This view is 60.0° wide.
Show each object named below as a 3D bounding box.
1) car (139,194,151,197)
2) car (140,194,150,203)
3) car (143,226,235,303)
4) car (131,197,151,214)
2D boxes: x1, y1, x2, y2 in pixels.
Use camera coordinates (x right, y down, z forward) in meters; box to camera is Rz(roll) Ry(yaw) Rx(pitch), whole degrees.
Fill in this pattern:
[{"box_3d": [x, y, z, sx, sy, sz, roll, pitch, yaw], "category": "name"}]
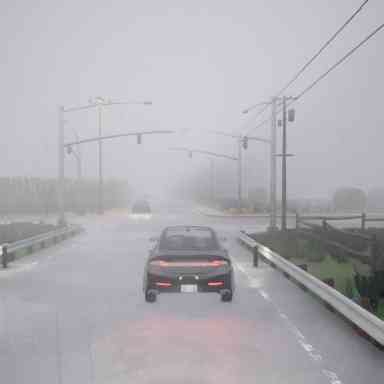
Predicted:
[{"box_3d": [-7.109, 1.325, 49.224, 1.812, 1.442, 4.674, 0, 1, -7], "category": "car"}, {"box_3d": [-8.634, 1.092, 61.323, 1.837, 1.490, 4.892, 0, 1, -7], "category": "car"}, {"box_3d": [-0.095, 1.614, 8.487, 2.128, 1.511, 4.902, 0, -2, -1], "category": "car"}, {"box_3d": [-5.537, 1.592, 36.333, 1.994, 1.385, 4.181, 0, 1, -8], "category": "car"}]
